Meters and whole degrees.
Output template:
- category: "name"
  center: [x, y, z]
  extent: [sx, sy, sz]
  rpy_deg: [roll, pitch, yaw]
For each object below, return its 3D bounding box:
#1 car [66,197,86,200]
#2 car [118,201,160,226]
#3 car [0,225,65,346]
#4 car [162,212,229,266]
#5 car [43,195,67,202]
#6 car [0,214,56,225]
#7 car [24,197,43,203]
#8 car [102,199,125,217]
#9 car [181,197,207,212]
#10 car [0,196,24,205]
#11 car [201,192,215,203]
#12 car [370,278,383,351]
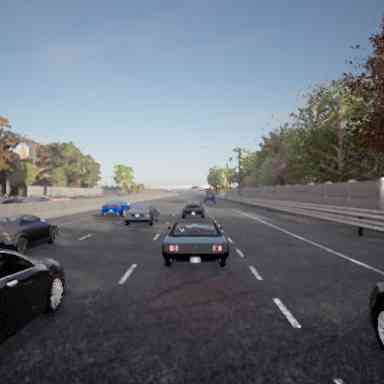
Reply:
- category: "car"
  center: [-17.548, 1.500, 52.214]
  extent: [1.994, 1.385, 4.181]
  rpy_deg: [0, 0, 0]
- category: "car"
  center: [-3.396, 1.513, 23.161]
  extent: [2.033, 1.411, 5.357]
  rpy_deg: [0, 0, 0]
- category: "car"
  center: [-3.399, 1.497, 4.646]
  extent: [1.837, 1.490, 4.892]
  rpy_deg: [0, 0, 0]
- category: "car"
  center: [0.101, 1.582, 11.418]
  extent: [1.895, 1.301, 4.718]
  rpy_deg: [0, 0, 0]
- category: "car"
  center: [-21.053, 1.287, 52.592]
  extent: [2.097, 1.767, 4.553]
  rpy_deg: [0, 0, 0]
- category: "car"
  center: [-6.898, 1.543, 13.098]
  extent: [1.994, 1.385, 4.181]
  rpy_deg: [0, 0, 0]
- category: "car"
  center: [-24.543, 1.483, 52.470]
  extent: [2.033, 1.411, 5.357]
  rpy_deg: [0, 0, 1]
- category: "car"
  center: [-6.896, 1.435, 30.769]
  extent: [1.882, 1.535, 5.008]
  rpy_deg: [0, 0, 0]
- category: "car"
  center: [0.102, 1.463, 29.234]
  extent: [1.837, 1.490, 4.892]
  rpy_deg: [0, 0, 0]
- category: "car"
  center: [-28.048, 1.429, 50.074]
  extent: [2.128, 1.511, 4.902]
  rpy_deg: [0, 0, 0]
- category: "car"
  center: [3.508, 1.059, 67.708]
  extent: [2.150, 2.045, 5.566]
  rpy_deg: [0, 0, 0]
- category: "car"
  center: [3.536, 1.424, 3.022]
  extent: [1.837, 1.490, 4.892]
  rpy_deg: [0, 0, 1]
